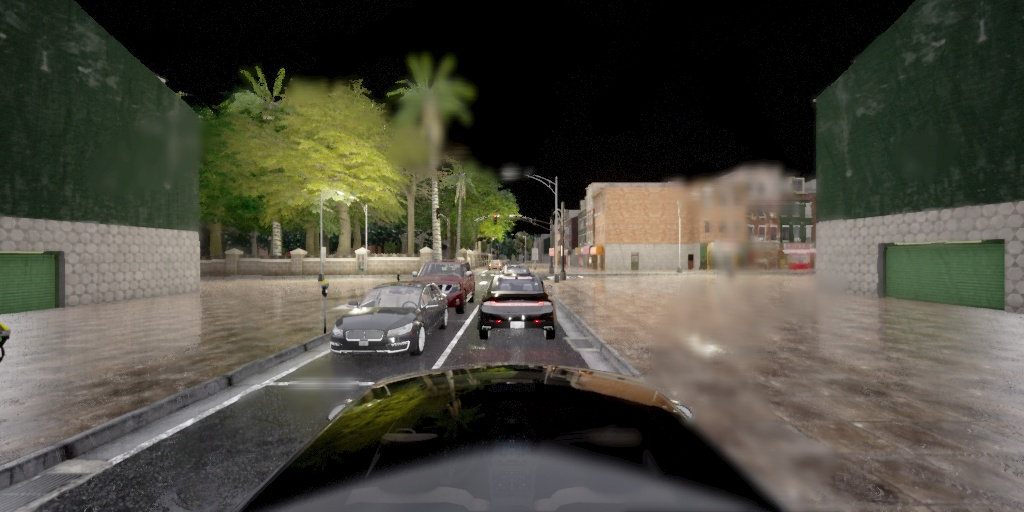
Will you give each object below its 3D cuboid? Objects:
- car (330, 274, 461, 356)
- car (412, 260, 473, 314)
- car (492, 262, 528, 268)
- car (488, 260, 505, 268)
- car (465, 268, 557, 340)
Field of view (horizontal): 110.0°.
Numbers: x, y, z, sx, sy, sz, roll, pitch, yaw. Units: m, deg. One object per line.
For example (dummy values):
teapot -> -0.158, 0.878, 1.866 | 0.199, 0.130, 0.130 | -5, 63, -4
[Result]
car -> -2.609, 1.302, 8.513 | 2.007, 1.370, 4.403 | 0, 0, 0
car -> -2.584, 1.071, 13.976 | 2.192, 1.841, 5.009 | 0, 0, 0
car -> 0.183, 1.255, 19.403 | 2.128, 1.511, 4.902 | 0, 0, -2
car -> -2.409, 1.303, 52.122 | 1.967, 1.591, 4.097 | 0, 0, 0
car -> 0.132, 1.244, 10.014 | 2.128, 1.511, 4.902 | 0, 0, 0
